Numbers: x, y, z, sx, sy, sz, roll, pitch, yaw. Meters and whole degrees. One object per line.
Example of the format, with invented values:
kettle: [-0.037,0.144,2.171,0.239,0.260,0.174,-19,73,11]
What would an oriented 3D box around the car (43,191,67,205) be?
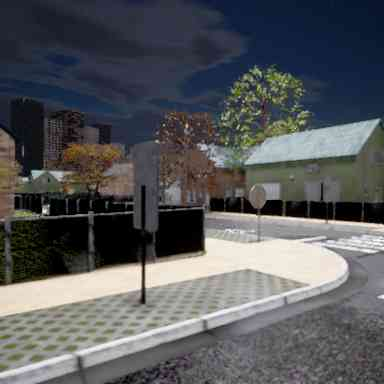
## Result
car: [-19.203,0.903,46.676,2.150,2.045,5.566,0,0,-37]
